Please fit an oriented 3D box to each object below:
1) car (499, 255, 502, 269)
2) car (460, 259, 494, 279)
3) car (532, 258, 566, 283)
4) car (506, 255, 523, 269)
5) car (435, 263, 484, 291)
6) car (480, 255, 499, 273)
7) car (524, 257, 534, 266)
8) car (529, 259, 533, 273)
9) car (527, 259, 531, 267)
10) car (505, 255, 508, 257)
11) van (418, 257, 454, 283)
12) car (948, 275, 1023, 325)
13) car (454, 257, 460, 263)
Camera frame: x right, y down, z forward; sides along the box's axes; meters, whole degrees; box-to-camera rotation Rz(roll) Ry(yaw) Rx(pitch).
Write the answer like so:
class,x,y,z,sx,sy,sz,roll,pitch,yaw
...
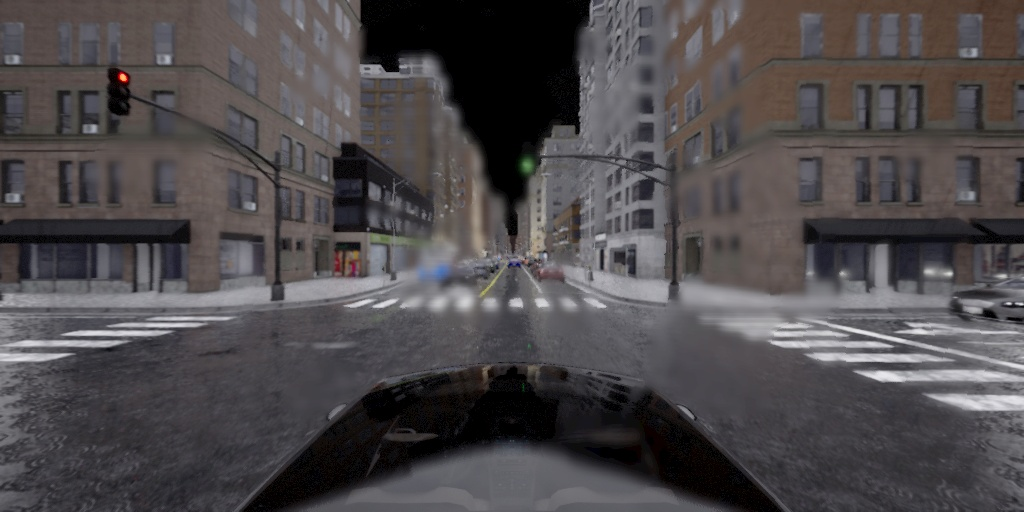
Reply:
class,x,y,z,sx,sy,sz,roll,pitch,yaw
car,-2.838,0.951,50.114,2.097,1.767,4.553,0,0,1
car,-2.940,1.222,30.482,1.994,1.385,4.181,0,0,1
car,2.806,1.111,26.608,1.967,1.591,4.097,0,0,0
car,0.339,1.065,54.040,1.882,1.535,5.008,0,0,0
car,-2.994,1.286,21.393,1.895,1.301,4.718,0,0,0
car,-2.909,0.981,40.124,2.097,1.767,4.553,0,0,0
car,3.402,1.077,59.168,1.837,1.490,4.892,0,0,0
car,2.826,1.221,32.133,1.948,1.339,4.313,0,0,0
car,2.846,1.220,37.658,1.802,1.307,4.207,0,0,0
car,0.277,1.052,63.362,2.128,1.511,4.902,0,0,0
van,-5.720,1.010,26.634,1.690,1.789,3.998,0,0,0
car,15.151,1.231,9.883,4.902,1.511,2.128,0,0,0
car,-5.700,0.967,32.157,2.192,1.841,5.009,0,0,0
